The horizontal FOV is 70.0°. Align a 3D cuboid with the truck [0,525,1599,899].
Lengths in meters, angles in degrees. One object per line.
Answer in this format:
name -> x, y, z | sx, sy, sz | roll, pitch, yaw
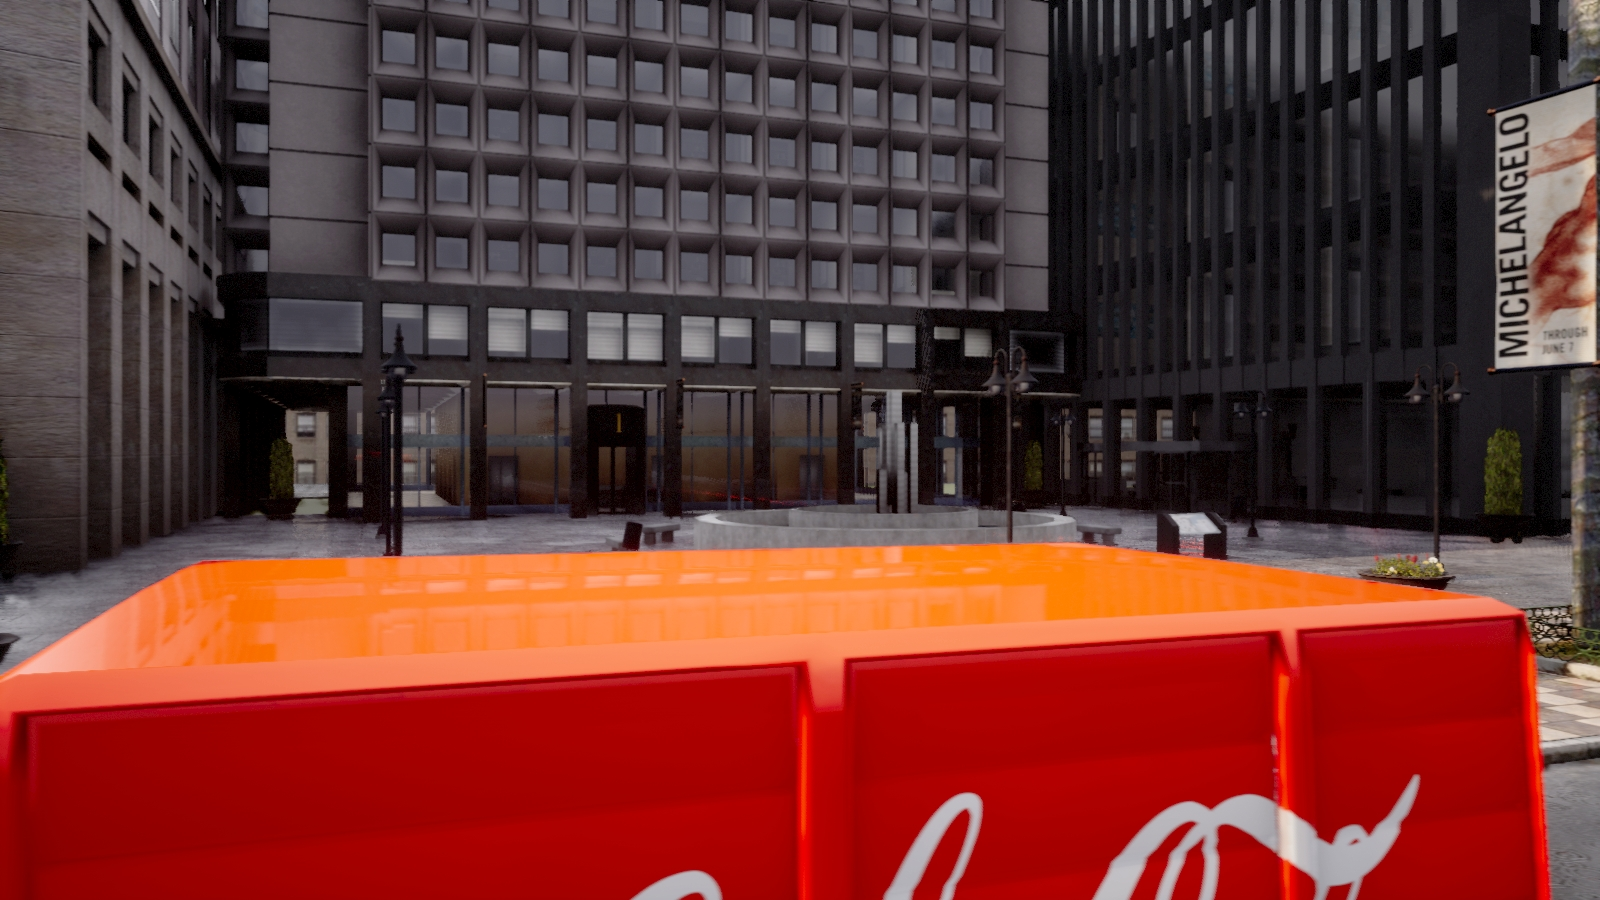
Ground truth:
truck -> -0.911, 1.568, 2.968 | 5.204, 2.467, 2.627 | 0, 0, -20
